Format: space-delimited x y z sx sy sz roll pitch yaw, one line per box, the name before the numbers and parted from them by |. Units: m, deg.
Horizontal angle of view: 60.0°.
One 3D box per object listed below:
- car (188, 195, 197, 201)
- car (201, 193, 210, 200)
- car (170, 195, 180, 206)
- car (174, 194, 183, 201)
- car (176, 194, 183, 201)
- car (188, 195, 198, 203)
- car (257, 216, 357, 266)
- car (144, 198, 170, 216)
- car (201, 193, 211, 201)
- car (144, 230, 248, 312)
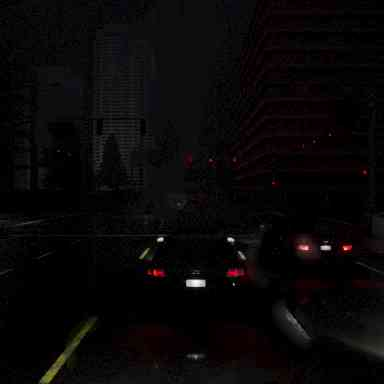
car | 0.128 1.534 81.459 2.033 1.411 5.357 0 0 0
car | 3.642 1.207 90.481 2.150 2.045 5.566 0 0 0
car | -3.502 1.601 55.571 1.895 1.301 4.718 0 0 0
car | -3.371 1.348 82.325 2.097 1.767 4.553 0 0 0
car | -3.391 1.493 69.494 2.128 1.511 4.902 0 0 0
car | 0.205 1.503 66.872 1.837 1.490 4.892 0 -1 0
car | 3.607 1.547 11.437 2.033 1.411 5.357 0 0 0
car | -3.553 1.494 33.003 1.837 1.490 4.892 0 0 0
car | 3.627 1.493 80.597 1.837 1.490 4.892 0 0 0
car | 0.081 1.564 7.820 1.994 1.385 4.181 0 0 0
